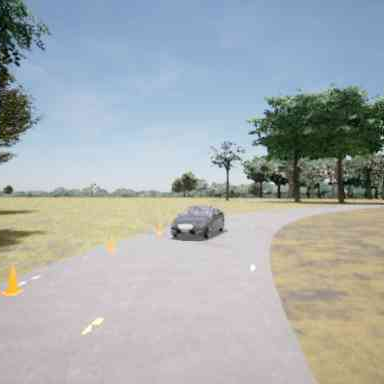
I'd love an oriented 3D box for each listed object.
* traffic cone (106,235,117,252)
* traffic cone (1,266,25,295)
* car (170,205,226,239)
[{"bbox_3d":[-3.005,1.903,12.404,0.340,0.580,0.340,0,0,12],"label":"traffic cone"},{"bbox_3d":[-3.915,1.911,7.281,0.340,0.580,0.340,0,0,8],"label":"traffic cone"},{"bbox_3d":[0.436,1.438,17.097,2.128,1.511,4.902,0,0,18],"label":"car"}]
